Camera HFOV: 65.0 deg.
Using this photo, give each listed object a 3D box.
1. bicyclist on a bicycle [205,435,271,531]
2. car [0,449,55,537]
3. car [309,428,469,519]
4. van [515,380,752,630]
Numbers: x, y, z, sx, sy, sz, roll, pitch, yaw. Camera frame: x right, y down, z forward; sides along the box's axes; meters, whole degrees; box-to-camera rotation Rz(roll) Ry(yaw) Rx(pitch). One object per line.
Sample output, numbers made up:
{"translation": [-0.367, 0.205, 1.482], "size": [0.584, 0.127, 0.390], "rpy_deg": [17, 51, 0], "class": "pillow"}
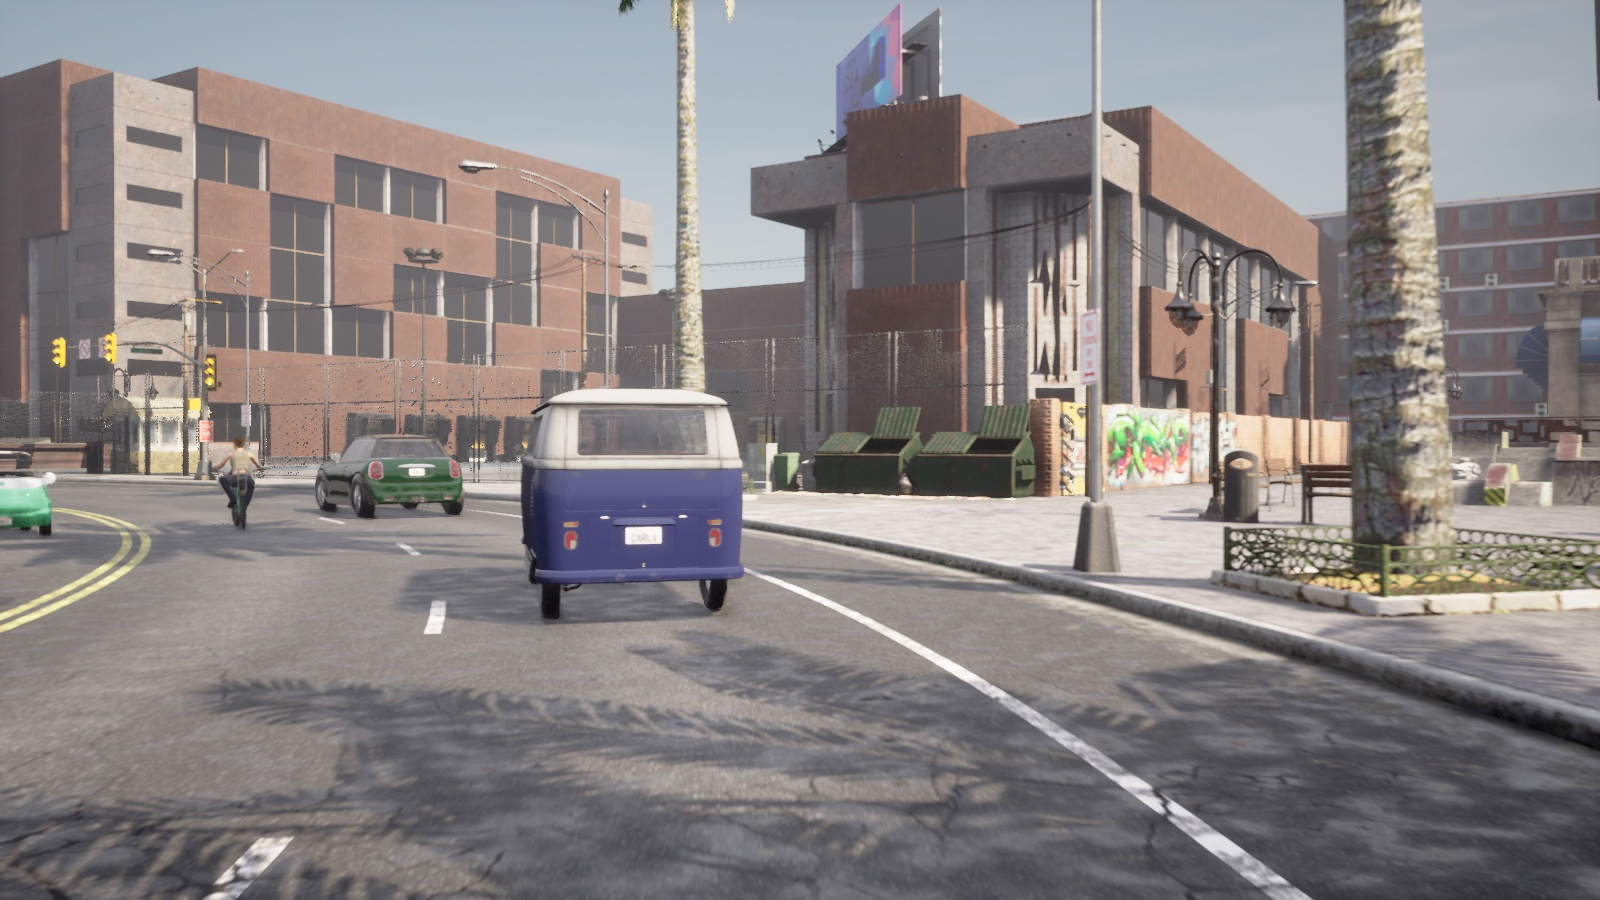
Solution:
{"translation": [-9.869, 0.552, 22.025], "size": [0.866, 1.612, 1.509], "rpy_deg": [-1, 1, -31], "class": "bicyclist on a bicycle"}
{"translation": [-13.079, 0.677, 20.518], "size": [1.481, 1.376, 2.207], "rpy_deg": [0, 0, -33], "class": "car"}
{"translation": [-8.902, 0.447, 26.924], "size": [2.097, 1.767, 4.553], "rpy_deg": [0, 0, -34], "class": "car"}
{"translation": [-1.821, 0.428, 12.353], "size": [1.775, 1.987, 4.442], "rpy_deg": [0, 0, -15], "class": "van"}
